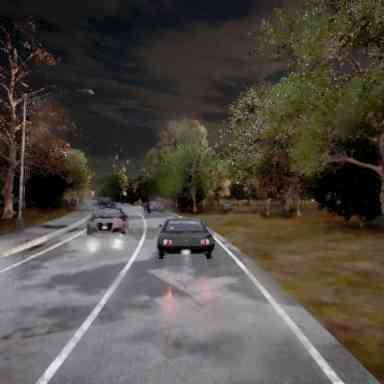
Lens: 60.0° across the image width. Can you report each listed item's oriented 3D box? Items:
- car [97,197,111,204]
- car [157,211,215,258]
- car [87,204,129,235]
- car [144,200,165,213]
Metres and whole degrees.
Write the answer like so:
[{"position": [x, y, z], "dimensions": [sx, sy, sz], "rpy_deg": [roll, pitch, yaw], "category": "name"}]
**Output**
[{"position": [-15.296, 1.547, 58.003], "dimensions": [1.895, 1.301, 4.718], "rpy_deg": [2, -1, -23], "category": "car"}, {"position": [-0.340, 1.641, 12.863], "dimensions": [1.895, 1.301, 4.718], "rpy_deg": [0, 0, -4], "category": "car"}, {"position": [-4.617, 1.590, 18.724], "dimensions": [1.994, 1.385, 4.181], "rpy_deg": [1, 0, -7], "category": "car"}, {"position": [-4.308, 1.647, 37.577], "dimensions": [2.033, 1.411, 5.357], "rpy_deg": [1, 0, -14], "category": "car"}]
